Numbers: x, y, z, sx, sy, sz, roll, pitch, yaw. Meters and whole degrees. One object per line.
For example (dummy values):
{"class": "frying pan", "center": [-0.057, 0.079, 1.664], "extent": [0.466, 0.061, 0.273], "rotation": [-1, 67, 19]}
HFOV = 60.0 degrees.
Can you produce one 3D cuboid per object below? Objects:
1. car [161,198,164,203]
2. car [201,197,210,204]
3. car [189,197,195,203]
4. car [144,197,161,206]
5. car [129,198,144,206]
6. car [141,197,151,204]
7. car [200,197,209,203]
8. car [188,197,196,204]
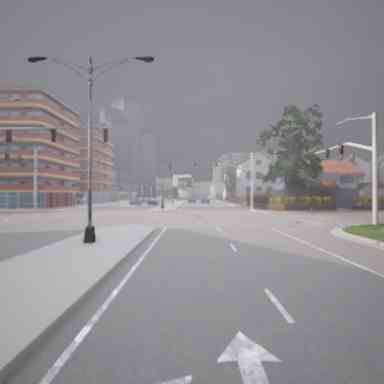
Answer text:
{"class": "car", "center": [-8.028, 2.107, 83.496], "extent": [1.812, 1.442, 4.674], "rotation": [0, 0, 0]}
{"class": "car", "center": [3.473, 2.151, 82.047], "extent": [2.033, 1.411, 5.357], "rotation": [0, 0, 0]}
{"class": "car", "center": [-0.030, 2.183, 92.463], "extent": [1.812, 1.442, 4.674], "rotation": [0, 0, 0]}
{"class": "car", "center": [-8.022, 2.101, 67.703], "extent": [1.895, 1.301, 4.718], "rotation": [0, 0, 0]}
{"class": "car", "center": [-11.523, 2.005, 67.737], "extent": [1.837, 1.490, 4.892], "rotation": [0, 0, 0]}
{"class": "car", "center": [-11.528, 2.107, 83.499], "extent": [1.812, 1.442, 4.674], "rotation": [0, 0, 0]}
{"class": "car", "center": [3.470, 2.184, 92.464], "extent": [2.128, 1.511, 4.902], "rotation": [0, 0, 0]}
{"class": "car", "center": [-0.027, 2.138, 82.463], "extent": [1.812, 1.442, 4.674], "rotation": [0, 0, 0]}
